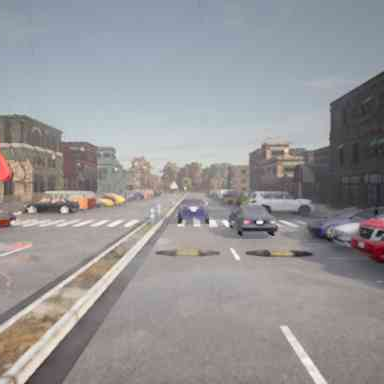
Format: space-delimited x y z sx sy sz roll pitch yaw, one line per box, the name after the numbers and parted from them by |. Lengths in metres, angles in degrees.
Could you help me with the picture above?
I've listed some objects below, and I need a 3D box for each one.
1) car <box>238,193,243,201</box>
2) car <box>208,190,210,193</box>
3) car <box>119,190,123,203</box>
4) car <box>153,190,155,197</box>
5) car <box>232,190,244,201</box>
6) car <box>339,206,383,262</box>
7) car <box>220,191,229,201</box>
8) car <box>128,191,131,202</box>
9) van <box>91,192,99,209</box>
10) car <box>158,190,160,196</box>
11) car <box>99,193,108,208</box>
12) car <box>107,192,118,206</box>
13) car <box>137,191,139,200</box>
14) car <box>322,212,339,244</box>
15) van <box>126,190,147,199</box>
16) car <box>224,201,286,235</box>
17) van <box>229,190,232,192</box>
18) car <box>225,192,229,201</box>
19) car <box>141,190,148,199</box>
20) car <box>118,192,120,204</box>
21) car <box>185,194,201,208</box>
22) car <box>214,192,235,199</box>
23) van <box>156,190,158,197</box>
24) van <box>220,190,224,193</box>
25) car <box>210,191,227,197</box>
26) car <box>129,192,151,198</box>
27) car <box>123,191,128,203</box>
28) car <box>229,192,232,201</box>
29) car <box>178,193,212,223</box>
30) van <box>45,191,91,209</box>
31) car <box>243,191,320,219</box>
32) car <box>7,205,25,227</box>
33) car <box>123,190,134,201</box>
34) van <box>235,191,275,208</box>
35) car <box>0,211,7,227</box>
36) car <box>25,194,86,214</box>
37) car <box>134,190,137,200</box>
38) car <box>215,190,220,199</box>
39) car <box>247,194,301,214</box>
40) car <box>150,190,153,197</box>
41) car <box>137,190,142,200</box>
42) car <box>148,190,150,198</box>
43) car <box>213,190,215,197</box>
7.629 1.186 34.232 5.008 1.535 2.097 0 1 0 | car
7.618 0.729 89.499 4.892 1.521 2.231 0 0 0 | car
-12.617 0.900 46.692 4.553 1.767 2.185 0 1 0 | car
-12.559 0.776 85.473 4.674 1.452 2.002 0 0 0 | car
7.662 0.905 37.112 5.566 2.045 2.435 0 1 0 | car
7.610 1.157 9.534 5.566 2.045 2.435 0 0 0 | car
7.446 1.009 50.901 5.366 1.575 1.946 0 1 0 | car
-12.588 0.972 52.251 4.892 1.521 2.231 0 1 0 | car
-12.709 0.912 35.574 4.442 1.987 1.878 0 1 0 | van
-12.585 0.451 93.934 5.566 2.045 2.435 0 0 0 | car
-12.593 1.151 38.356 4.674 1.452 2.002 0 1 0 | car
-12.403 1.079 41.135 5.366 1.575 1.946 0 1 0 | car
-12.574 0.937 60.588 4.674 1.452 2.002 0 1 0 | car
7.640 1.427 12.295 4.674 1.452 2.002 0 0 0 | car
-12.452 0.570 74.481 4.442 1.987 1.878 0 0 0 | van
3.094 1.411 17.699 2.033 1.411 5.357 0 1 0 | car
7.749 0.842 45.385 4.442 1.987 1.878 0 1 0 | van
7.629 1.080 48.145 4.674 1.452 2.002 0 1 0 | car
-12.544 0.581 68.923 5.566 2.045 2.435 0 0 0 | car
-12.582 1.054 43.914 5.008 1.535 2.097 0 1 0 | car
0.094 1.112 41.065 1.882 1.535 5.008 0 1 0 | car
7.623 0.828 78.473 4.674 1.452 2.002 0 0 0 | car
-12.442 0.486 91.153 4.442 1.987 1.878 0 0 0 | van
7.746 0.708 59.170 4.442 1.987 1.878 0 1 0 | van
7.592 0.580 95.013 4.553 1.767 2.185 0 0 0 | car
-12.559 0.765 80.040 4.892 1.521 2.231 0 0 0 | car
-12.579 0.998 49.474 5.008 1.535 2.097 0 1 0 | car
7.638 1.098 42.630 5.008 1.535 2.097 0 1 0 | car
0.097 1.161 23.797 2.097 1.767 4.553 0 1 0 | car
-12.711 0.940 32.795 4.442 1.987 1.878 0 1 0 | van
7.663 0.990 28.838 5.566 2.045 2.435 0 1 0 | car
-12.573 1.328 18.900 4.792 1.488 2.163 0 1 0 | car
-12.549 0.819 55.027 4.553 1.767 2.185 0 1 0 | car
7.517 0.901 39.870 4.442 1.987 1.878 0 1 0 | van
-12.576 1.072 16.117 5.566 2.045 2.435 0 1 0 | car
-12.589 1.194 30.017 4.892 1.521 2.231 0 1 0 | car
-12.547 0.795 57.808 4.553 1.767 2.185 0 0 0 | car
7.657 0.658 61.928 5.566 2.045 2.435 0 0 0 | car
7.665 1.089 31.474 4.553 1.767 2.185 0 1 0 | car
-12.539 0.527 77.258 5.566 2.045 2.435 0 0 0 | car
-12.569 0.875 63.367 4.892 1.521 2.231 0 0 0 | car
-12.385 0.811 71.703 5.366 1.575 1.946 0 0 0 | car
7.621 0.825 72.959 4.892 1.521 2.231 0 0 0 | car
